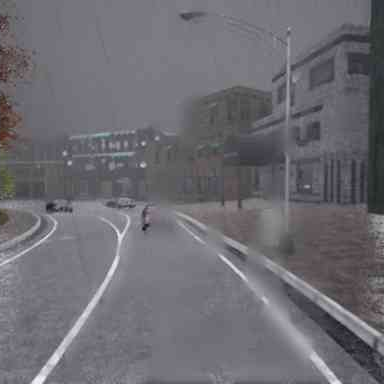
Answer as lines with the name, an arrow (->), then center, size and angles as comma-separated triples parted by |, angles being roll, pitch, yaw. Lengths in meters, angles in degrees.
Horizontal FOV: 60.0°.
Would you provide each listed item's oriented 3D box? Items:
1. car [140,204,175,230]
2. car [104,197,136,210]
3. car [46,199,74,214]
car -> -2.148, 1.452, 20.282 | 2.033, 1.411, 5.357 | -1, 1, -9
car -> -8.428, 1.246, 38.492 | 2.033, 1.411, 5.357 | -2, 1, -37
car -> -13.354, 1.433, 33.445 | 1.994, 1.385, 4.181 | -2, 1, -35
